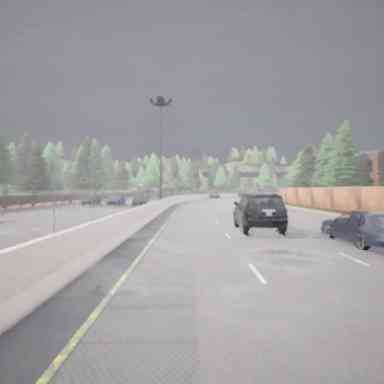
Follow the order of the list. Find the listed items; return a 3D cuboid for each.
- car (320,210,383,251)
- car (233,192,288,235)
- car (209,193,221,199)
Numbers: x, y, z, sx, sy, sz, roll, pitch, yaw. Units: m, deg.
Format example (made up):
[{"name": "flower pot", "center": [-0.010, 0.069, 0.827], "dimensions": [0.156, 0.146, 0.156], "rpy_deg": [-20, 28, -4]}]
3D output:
[{"name": "car", "center": [7.097, 1.459, 13.613], "dimensions": [2.033, 1.411, 5.357], "rpy_deg": [0, 0, 0]}, {"name": "car", "center": [3.597, 1.103, 18.225], "dimensions": [2.150, 2.045, 5.566], "rpy_deg": [0, 0, 0]}, {"name": "car", "center": [5.694, 0.985, 83.341], "dimensions": [1.812, 1.442, 4.674], "rpy_deg": [0, 0, 22]}]
